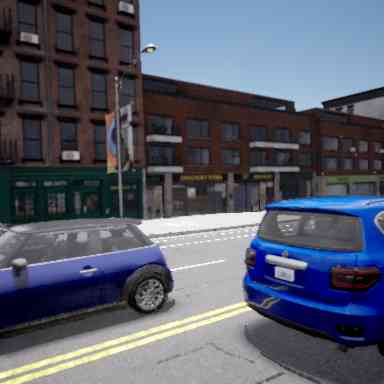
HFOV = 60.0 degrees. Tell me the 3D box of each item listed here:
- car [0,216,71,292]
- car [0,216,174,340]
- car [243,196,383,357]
[{"bbox_3d":[-5.591,1.511,7.682,4.892,1.490,1.837,-2,1,-35],"label":"car"},{"bbox_3d":[-2.652,1.328,5.780,4.553,1.767,2.097,-2,1,-35],"label":"car"},{"bbox_3d":[3.377,1.084,5.810,5.566,2.045,2.150,-2,1,-35],"label":"car"}]
